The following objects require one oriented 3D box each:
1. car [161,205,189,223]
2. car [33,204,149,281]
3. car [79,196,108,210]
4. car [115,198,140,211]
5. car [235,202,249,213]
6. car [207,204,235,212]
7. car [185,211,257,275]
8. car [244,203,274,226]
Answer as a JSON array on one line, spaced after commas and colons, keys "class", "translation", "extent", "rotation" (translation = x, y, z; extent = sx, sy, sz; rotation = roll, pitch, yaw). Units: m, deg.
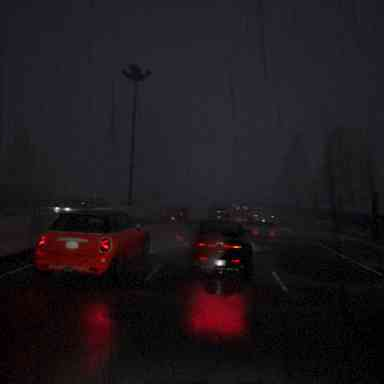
[{"class": "car", "translation": [-1.274, 1.749, 27.654], "extent": [1.895, 1.301, 4.718], "rotation": [3, 0, 4]}, {"class": "car", "translation": [-2.657, 1.296, 9.960], "extent": [2.097, 1.767, 4.553], "rotation": [3, 0, 5]}, {"class": "car", "translation": [-11.382, 1.237, 38.750], "extent": [1.837, 1.490, 4.892], "rotation": [3, -1, 1]}, {"class": "car", "translation": [-7.836, 1.473, 41.121], "extent": [2.033, 1.411, 5.357], "rotation": [3, 0, 0]}, {"class": "car", "translation": [6.108, 1.963, 40.170], "extent": [2.097, 1.767, 4.553], "rotation": [3, -1, -1]}, {"class": "car", "translation": [2.338, 1.832, 29.210], "extent": [2.128, 1.511, 4.902], "rotation": [3, 0, 4]}, {"class": "car", "translation": [0.936, 1.637, 11.148], "extent": [1.837, 1.490, 4.892], "rotation": [3, 0, 5]}, {"class": "car", "translation": [5.766, 2.029, 28.207], "extent": [1.812, 1.442, 4.674], "rotation": [3, 0, 4]}]
